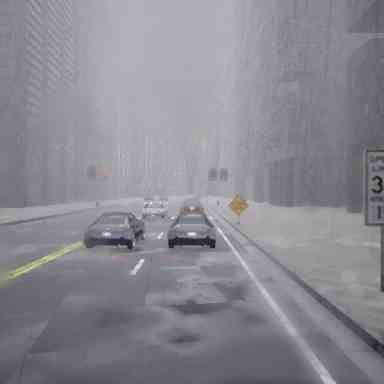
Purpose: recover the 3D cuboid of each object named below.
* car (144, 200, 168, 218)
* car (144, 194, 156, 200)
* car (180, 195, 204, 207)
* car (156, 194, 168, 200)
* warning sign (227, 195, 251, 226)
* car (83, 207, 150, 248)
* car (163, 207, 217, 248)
[{"bbox_3d":[-3.250,1.620,29.680,1.895,1.301,4.718,0,0,0],"label":"car"},{"bbox_3d":[-9.751,1.516,75.883,1.895,1.301,4.718,0,0,0],"label":"car"},{"bbox_3d":[0.000,1.370,29.620,2.097,1.767,4.553,0,0,0],"label":"car"},{"bbox_3d":[-6.500,1.473,75.913,1.994,1.385,4.181,0,0,0],"label":"car"},{"bbox_3d":[2.851,1.116,20.359,1.300,1.860,1.060,0,0,0],"label":"warning sign"},{"bbox_3d":[-3.250,1.573,14.650,1.994,1.385,4.181,0,0,0],"label":"car"},{"bbox_3d":[0.000,1.573,14.650,1.994,1.385,4.181,0,0,0],"label":"car"}]
